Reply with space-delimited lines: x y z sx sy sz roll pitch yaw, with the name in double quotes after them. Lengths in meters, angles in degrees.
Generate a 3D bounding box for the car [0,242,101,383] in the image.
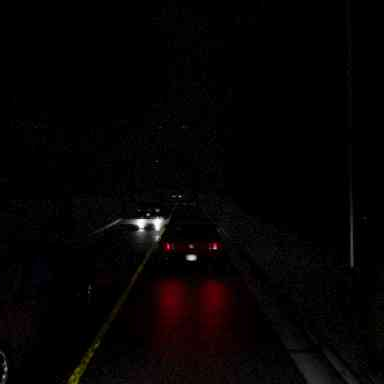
-2.893 1.543 5.019 2.033 1.411 5.357 0 0 0 "car"

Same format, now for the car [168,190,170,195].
-6.361 0.284 68.670 2.192 1.841 5.009 1 0 -1 "car"

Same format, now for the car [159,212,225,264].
-0.041 1.525 11.561 1.895 1.301 4.718 0 1 -1 "car"

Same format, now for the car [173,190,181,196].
-4.136 0.296 91.928 1.882 1.535 5.008 0 0 -1 "car"

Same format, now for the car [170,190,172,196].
-6.543 0.445 79.250 1.887 1.381 4.507 1 0 -1 "car"

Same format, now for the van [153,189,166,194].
-6.223 0.371 60.366 1.690 1.788 3.998 1 0 -1 "van"

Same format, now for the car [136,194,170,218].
-3.183 1.185 26.649 2.033 1.411 5.357 0 1 -1 "car"

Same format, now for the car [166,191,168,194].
-6.284 0.556 63.688 2.008 1.369 4.403 1 0 -1 "car"
